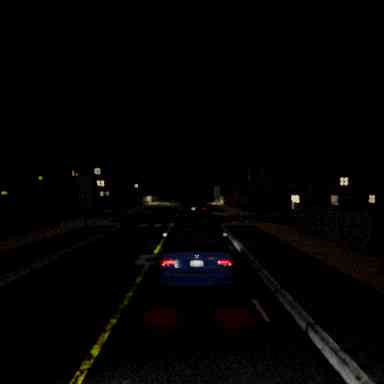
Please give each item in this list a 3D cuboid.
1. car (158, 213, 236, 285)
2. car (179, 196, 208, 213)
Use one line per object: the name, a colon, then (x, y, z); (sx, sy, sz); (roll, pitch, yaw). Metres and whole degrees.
car: (0.092, 1.575, 9.580); (2.033, 1.411, 5.357); (0, 0, 0)
car: (0.103, 1.341, 27.072); (2.150, 2.045, 5.566); (1, 0, 0)
